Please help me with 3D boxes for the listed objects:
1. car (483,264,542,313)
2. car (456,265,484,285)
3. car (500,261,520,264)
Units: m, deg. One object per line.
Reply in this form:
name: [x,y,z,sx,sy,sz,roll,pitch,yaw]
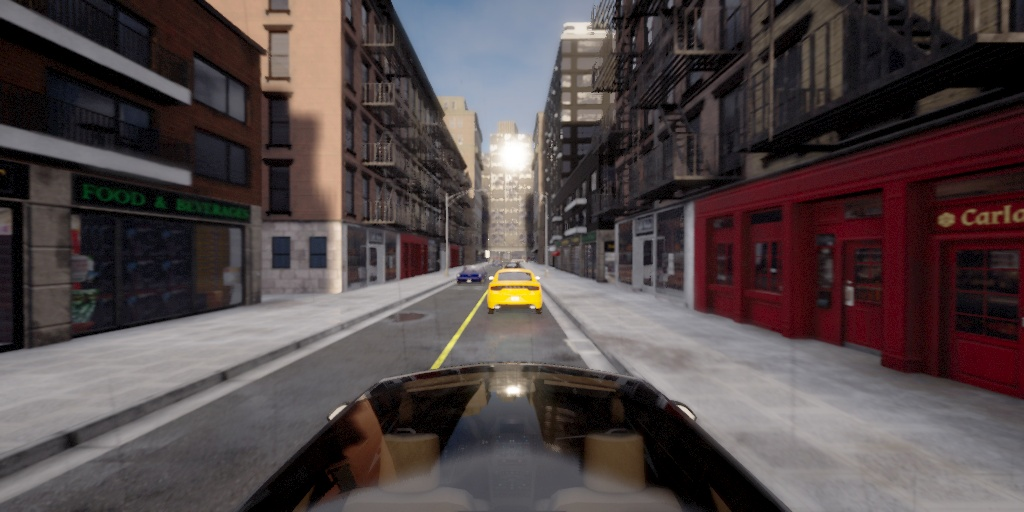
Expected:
car: [0.099,1.231,14.118,1.882,1.535,5.008,0,0,0]
car: [-2.851,1.358,26.088,1.895,1.301,4.718,0,0,0]
car: [0.098,1.281,34.401,1.812,1.442,4.674,0,0,0]
